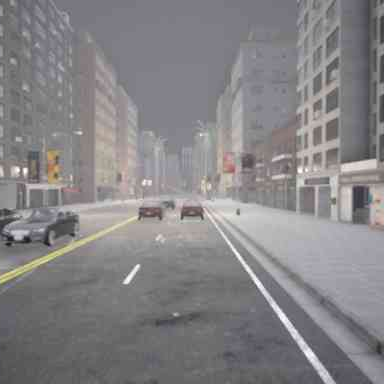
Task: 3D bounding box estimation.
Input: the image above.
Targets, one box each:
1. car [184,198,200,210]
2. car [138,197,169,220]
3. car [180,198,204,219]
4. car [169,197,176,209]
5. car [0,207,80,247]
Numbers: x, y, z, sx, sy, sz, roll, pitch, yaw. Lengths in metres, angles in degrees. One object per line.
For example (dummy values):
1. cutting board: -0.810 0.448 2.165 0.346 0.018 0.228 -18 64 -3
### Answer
1. car: 0.064 1.525 43.549 1.994 1.385 4.181 0 0 0
2. car: -3.226 1.448 27.573 1.882 1.535 5.008 0 0 1
3. car: 0.032 1.447 28.305 1.882 1.535 5.008 0 0 1
4. car: -3.180 1.438 43.990 1.882 1.535 5.008 0 0 0
5. car: -6.593 1.474 15.090 2.128 1.511 4.902 0 0 0
